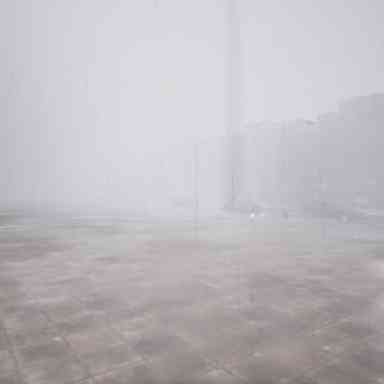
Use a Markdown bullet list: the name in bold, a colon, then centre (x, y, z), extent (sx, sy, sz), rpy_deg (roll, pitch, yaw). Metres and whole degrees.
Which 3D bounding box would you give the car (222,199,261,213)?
- **car**: centre (4.906, 1.376, 33.372), extent (1.994, 1.385, 4.181), rpy_deg (-2, 2, -36)

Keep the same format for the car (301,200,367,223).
- **car**: centre (10.646, 1.426, 25.251), extent (1.837, 1.490, 4.892), rpy_deg (-2, 2, -35)

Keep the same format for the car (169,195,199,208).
- **car**: centre (-1.007, 1.189, 41.755), extent (2.128, 1.511, 4.902), rpy_deg (-2, 2, -35)
